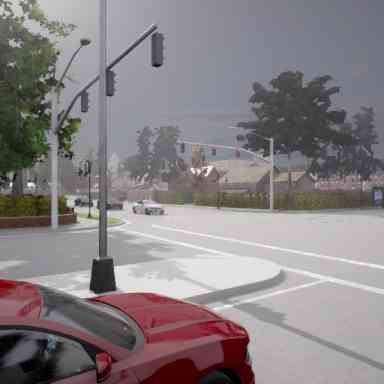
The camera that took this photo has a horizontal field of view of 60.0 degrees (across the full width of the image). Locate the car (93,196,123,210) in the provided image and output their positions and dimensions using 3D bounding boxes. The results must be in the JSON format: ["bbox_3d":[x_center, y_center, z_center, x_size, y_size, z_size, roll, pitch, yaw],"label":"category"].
[{"bbox_3d":[-10.537,1.352,42.572,2.097,1.767,4.553,0,0,-36],"label":"car"}]

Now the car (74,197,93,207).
[{"bbox_3d":[-16.600,1.504,50.949,1.837,1.490,4.892,0,0,-36],"label":"car"}]

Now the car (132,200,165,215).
[{"bbox_3d":[-4.618,1.526,34.389,1.812,1.442,4.674,0,0,-35],"label":"car"}]

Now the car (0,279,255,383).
[{"bbox_3d":[-1.680,1.478,2.570,5.008,1.535,1.882,0,0,-35],"label":"car"}]
